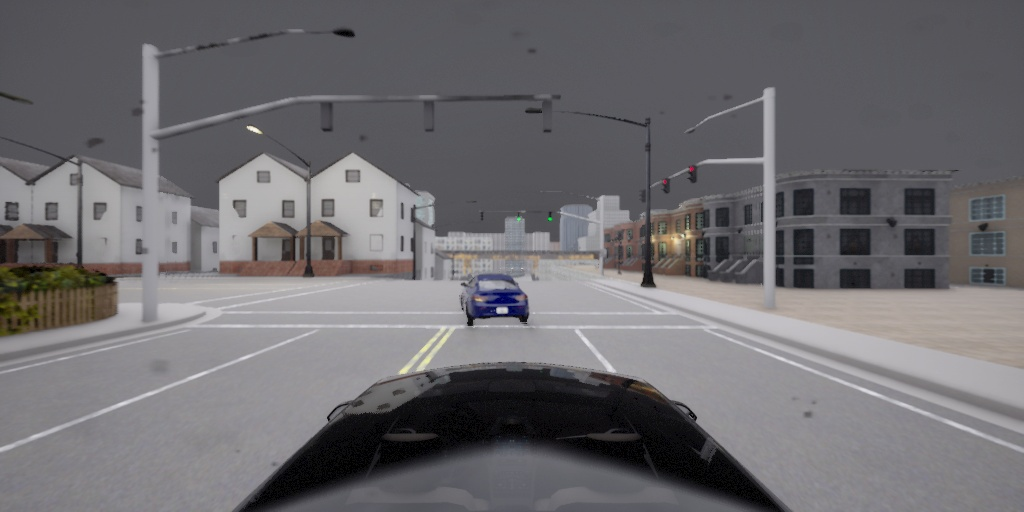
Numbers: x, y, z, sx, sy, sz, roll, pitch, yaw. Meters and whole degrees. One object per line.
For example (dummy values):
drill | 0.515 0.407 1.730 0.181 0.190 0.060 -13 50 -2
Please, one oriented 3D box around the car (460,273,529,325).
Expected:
car | -0.693 1.297 11.902 1.812 1.442 4.674 0 0 -11
